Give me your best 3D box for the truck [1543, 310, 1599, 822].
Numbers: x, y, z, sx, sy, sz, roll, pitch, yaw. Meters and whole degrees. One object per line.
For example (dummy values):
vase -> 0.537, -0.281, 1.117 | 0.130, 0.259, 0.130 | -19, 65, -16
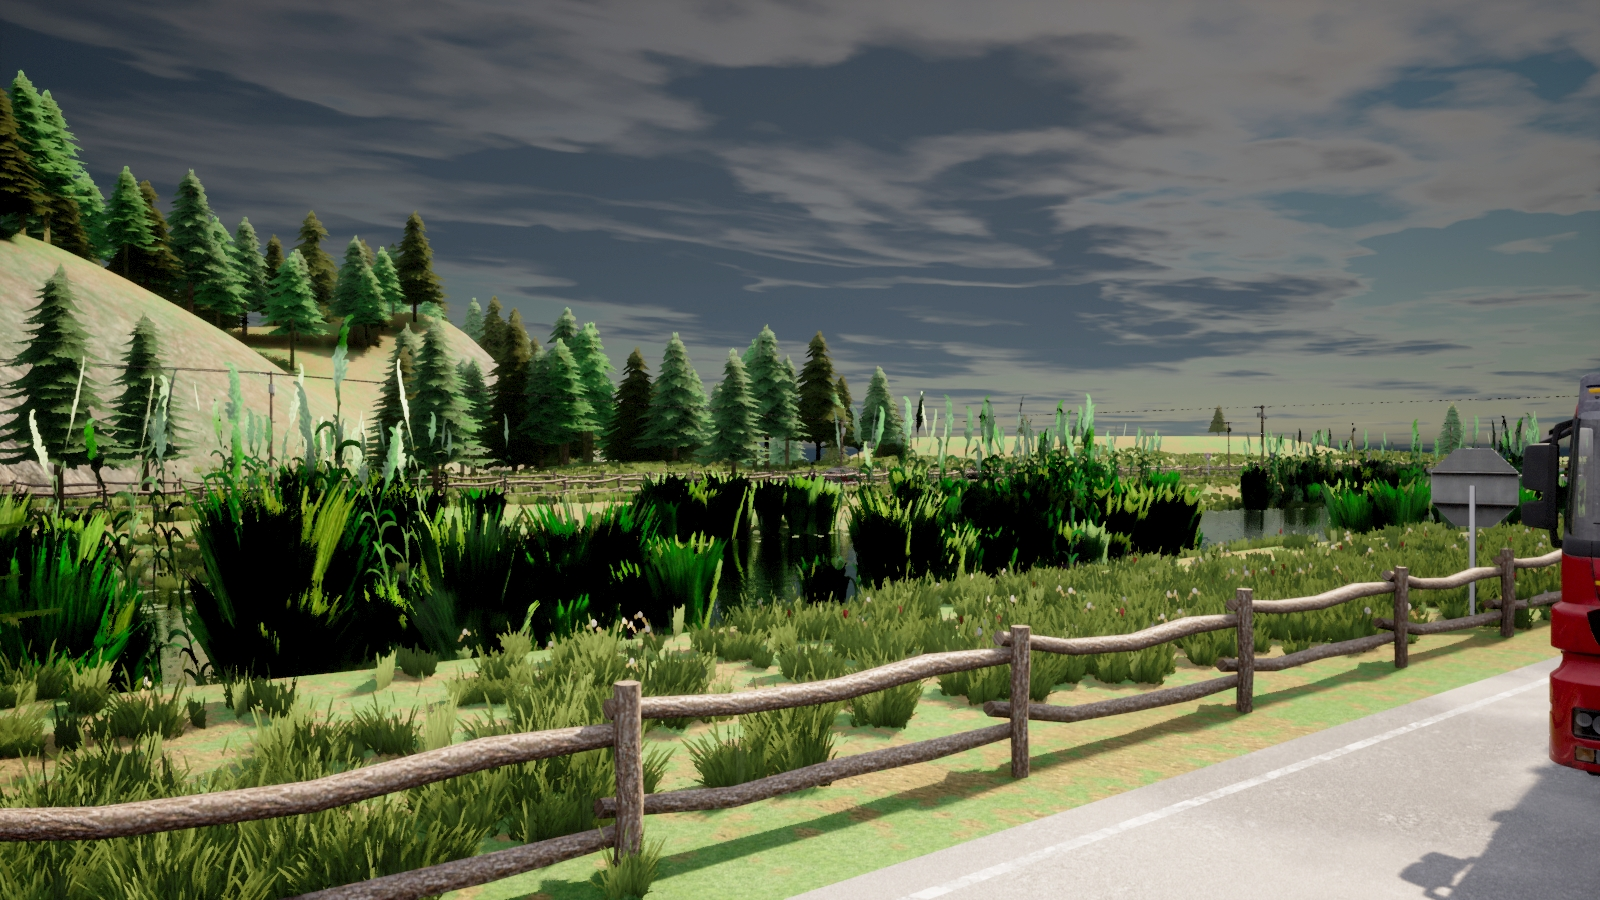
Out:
truck -> 9.599, 0.862, 10.978 | 2.891, 3.827, 8.468 | 0, 0, 42
